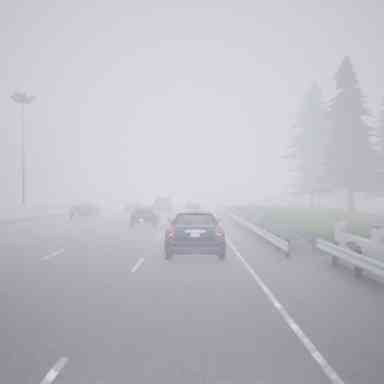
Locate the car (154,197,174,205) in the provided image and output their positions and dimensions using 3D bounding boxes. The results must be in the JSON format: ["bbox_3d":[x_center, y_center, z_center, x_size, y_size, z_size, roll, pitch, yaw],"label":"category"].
[{"bbox_3d":[-3.385,1.573,39.418,2.150,2.045,5.566,0,0,0],"label":"car"}]

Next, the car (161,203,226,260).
[{"bbox_3d":[0.109,1.471,13.159,2.097,1.767,4.553,0,-1,0],"label":"car"}]

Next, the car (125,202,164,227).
[{"bbox_3d":[-3.381,1.722,24.729,1.837,1.490,4.892,0,-2,0],"label":"car"}]

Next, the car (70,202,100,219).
[{"bbox_3d":[-10.379,1.795,32.475,1.837,1.490,4.892,0,-1,0],"label":"car"}]
